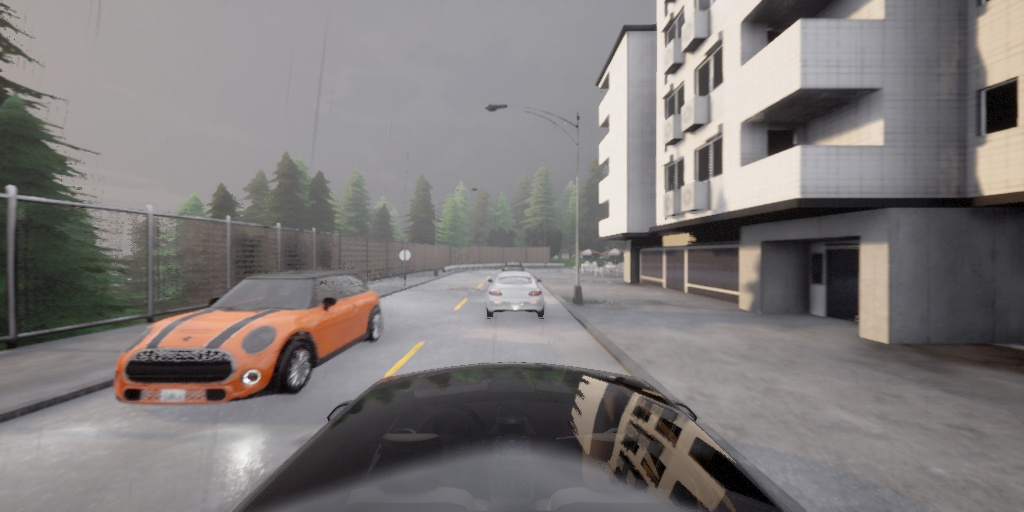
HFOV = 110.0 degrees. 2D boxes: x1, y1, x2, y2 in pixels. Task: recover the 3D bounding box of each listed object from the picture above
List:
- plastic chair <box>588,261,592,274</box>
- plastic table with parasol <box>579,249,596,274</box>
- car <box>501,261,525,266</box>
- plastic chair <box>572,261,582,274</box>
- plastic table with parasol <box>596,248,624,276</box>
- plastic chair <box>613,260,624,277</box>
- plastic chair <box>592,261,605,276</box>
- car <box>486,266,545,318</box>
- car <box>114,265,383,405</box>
[{"bbox_3d":[8.001,1.162,34.919,0.750,1.272,0.730,0,0,10],"label":"plastic chair"},{"bbox_3d":[7.780,0.553,36.328,2.482,2.480,2.482,0,0,0],"label":"plastic table with parasol"},{"bbox_3d":[0.099,1.140,30.363,2.128,1.511,4.902,0,0,0],"label":"car"},{"bbox_3d":[6.510,1.133,36.538,0.730,1.272,0.750,0,0,10],"label":"plastic chair"},{"bbox_3d":[9.242,0.568,32.019,2.482,2.480,2.482,0,0,0],"label":"plastic table with parasol"},{"bbox_3d":[9.253,1.177,30.589,0.750,1.272,0.730,0,0,10],"label":"plastic chair"},{"bbox_3d":[7.763,1.172,32.209,0.730,1.272,0.750,0,0,10],"label":"plastic chair"},{"bbox_3d":[0.101,1.237,12.643,1.812,1.442,4.674,0,0,0],"label":"car"},{"bbox_3d":[-4.101,1.085,6.579,2.097,1.767,4.553,0,0,0],"label":"car"}]
